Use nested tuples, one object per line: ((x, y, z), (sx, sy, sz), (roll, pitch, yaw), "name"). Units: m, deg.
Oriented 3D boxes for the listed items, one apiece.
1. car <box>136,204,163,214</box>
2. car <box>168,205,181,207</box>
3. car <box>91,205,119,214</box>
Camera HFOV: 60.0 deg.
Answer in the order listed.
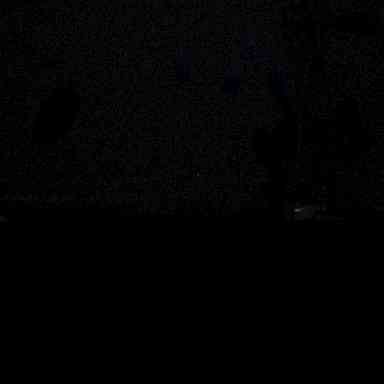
((-6.759, 2.744, 53.693), (1.882, 1.535, 5.008), (1, -1, 35), "car")
((-3.804, 2.709, 62.649), (1.994, 1.385, 4.181), (1, -1, 35), "car")
((-12.986, 2.605, 49.791), (1.994, 1.385, 4.181), (1, -1, 35), "car")
